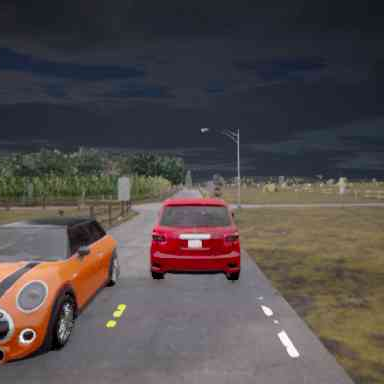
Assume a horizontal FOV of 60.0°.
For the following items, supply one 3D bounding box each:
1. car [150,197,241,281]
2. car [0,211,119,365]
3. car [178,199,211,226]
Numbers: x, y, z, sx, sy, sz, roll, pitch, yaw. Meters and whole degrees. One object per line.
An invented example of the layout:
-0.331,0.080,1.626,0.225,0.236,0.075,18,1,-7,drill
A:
0.113,1.154,9.781,2.150,2.045,5.566,0,1,1,car
-2.817,1.314,6.128,2.097,1.767,4.553,0,0,0,car
0.178,1.305,23.054,2.033,1.411,5.357,0,1,1,car
